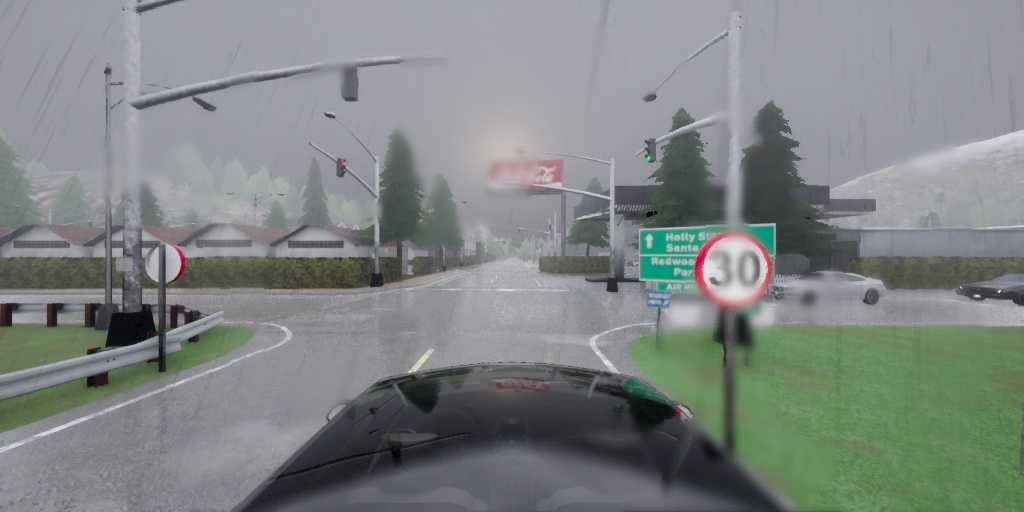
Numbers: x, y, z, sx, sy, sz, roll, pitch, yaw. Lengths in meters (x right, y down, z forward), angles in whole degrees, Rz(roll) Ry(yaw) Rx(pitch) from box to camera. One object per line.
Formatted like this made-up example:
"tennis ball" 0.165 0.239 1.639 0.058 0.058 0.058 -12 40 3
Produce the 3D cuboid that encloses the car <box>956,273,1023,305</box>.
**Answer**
"car" 24.512 1.489 16.807 5.357 1.411 2.033 0 0 1

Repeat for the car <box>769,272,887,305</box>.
"car" 14.857 1.467 16.935 4.674 1.442 1.812 0 0 0
